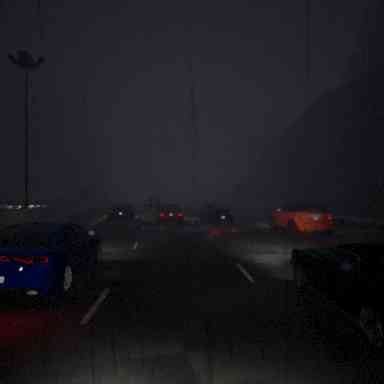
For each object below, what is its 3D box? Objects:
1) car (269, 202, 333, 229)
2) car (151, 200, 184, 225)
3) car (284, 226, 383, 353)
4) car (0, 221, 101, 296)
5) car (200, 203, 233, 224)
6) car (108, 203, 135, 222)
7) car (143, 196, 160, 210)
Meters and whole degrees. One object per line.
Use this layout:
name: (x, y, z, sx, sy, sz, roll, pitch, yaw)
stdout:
car: (5.976, 1.337, 18.758, 2.097, 1.767, 4.553, 0, 0, -6)
car: (-1.708, 1.542, 24.341, 2.033, 1.411, 5.357, 0, 0, -8)
car: (3.396, 1.594, 6.102, 1.895, 1.301, 4.718, 0, 0, -2)
car: (-3.742, 1.480, 8.678, 1.882, 1.535, 5.008, 0, 0, -3)
car: (1.773, 1.515, 24.583, 1.812, 1.442, 4.674, 0, 0, -8)
car: (-5.599, 1.563, 26.693, 1.994, 1.385, 4.181, 0, 0, -8)
car: (-4.987, 1.345, 41.956, 2.097, 1.767, 4.553, 0, 0, -12)
